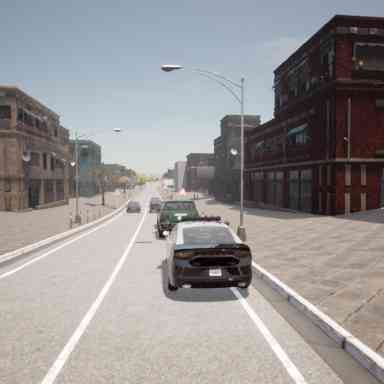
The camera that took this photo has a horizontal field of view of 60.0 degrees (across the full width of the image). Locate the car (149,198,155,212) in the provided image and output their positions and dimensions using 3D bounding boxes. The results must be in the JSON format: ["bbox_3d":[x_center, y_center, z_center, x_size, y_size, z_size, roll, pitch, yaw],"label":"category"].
[{"bbox_3d":[-4.950,1.996,46.295,1.837,1.490,4.892,0,-1,-7],"label":"car"}]

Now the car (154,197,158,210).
[{"bbox_3d":[-1.578,1.622,25.287,2.150,2.045,5.566,0,-1,-7],"label":"car"}]

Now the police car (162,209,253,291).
[{"bbox_3d":[0.230,1.479,9.381,1.930,1.638,5.238,0,-1,-6],"label":"police car"}]

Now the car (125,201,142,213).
[{"bbox_3d":[-7.805,2.029,44.748,1.837,1.490,4.892,-1,-1,-7],"label":"car"}]

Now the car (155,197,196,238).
[{"bbox_3d":[-0.874,1.466,19.318,2.150,2.045,5.566,0,-1,-7],"label":"car"}]
